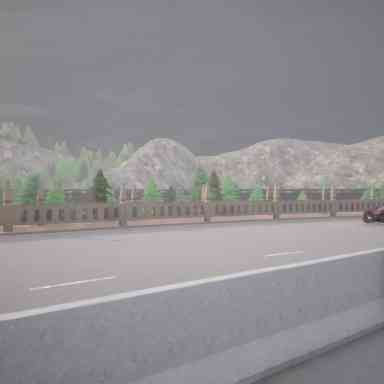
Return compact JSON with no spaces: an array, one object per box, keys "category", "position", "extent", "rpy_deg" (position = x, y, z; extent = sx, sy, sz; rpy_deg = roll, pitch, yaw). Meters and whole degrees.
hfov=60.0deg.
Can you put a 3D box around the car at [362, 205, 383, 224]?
[{"category":"car","position":[14.149,1.477,23.059],"extent":[5.008,1.535,1.882],"rpy_deg":[0,0,-22]}]
